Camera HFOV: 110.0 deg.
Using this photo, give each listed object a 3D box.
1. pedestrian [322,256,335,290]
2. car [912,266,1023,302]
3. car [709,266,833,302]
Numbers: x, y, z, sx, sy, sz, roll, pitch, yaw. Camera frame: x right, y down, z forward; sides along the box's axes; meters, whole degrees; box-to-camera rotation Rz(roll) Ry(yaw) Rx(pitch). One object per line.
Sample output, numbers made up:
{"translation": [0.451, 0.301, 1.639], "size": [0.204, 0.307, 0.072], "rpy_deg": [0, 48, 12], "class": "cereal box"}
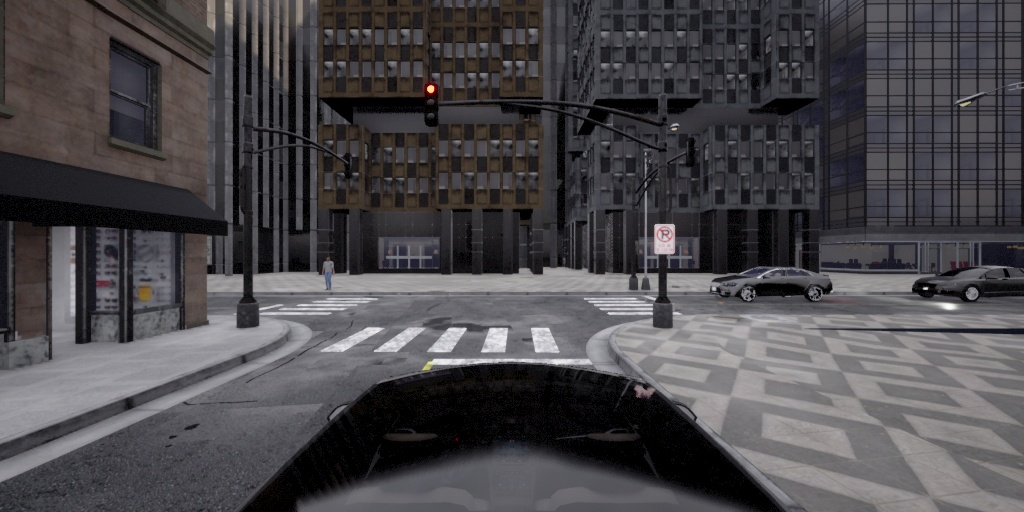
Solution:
{"translation": [-9.935, 0.902, 19.445], "size": [0.375, 1.860, 0.375], "rpy_deg": [0, 0, 0], "class": "pedestrian"}
{"translation": [21.149, 1.223, 16.211], "size": [4.892, 1.490, 1.837], "rpy_deg": [0, 0, 1], "class": "car"}
{"translation": [11.629, 1.223, 16.274], "size": [4.902, 1.511, 2.128], "rpy_deg": [0, 0, 0], "class": "car"}
